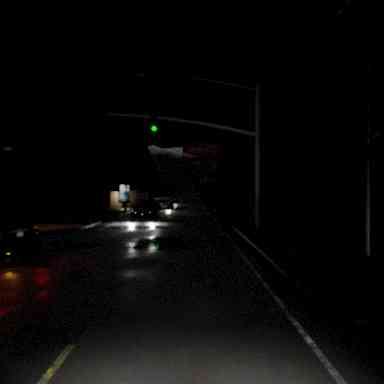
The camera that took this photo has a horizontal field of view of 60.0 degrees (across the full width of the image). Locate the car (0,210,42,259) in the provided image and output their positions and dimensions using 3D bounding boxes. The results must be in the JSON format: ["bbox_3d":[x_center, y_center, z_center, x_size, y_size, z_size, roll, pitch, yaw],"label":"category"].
[{"bbox_3d":[-7.570,1.403,11.331,4.553,1.767,2.097,-1,1,17],"label":"car"}]

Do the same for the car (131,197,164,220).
[{"bbox_3d":[-3.592,1.381,26.508,1.837,1.490,4.892,0,0,0],"label":"car"}]

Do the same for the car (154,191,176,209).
[{"bbox_3d":[-3.570,1.026,42.238,2.150,2.045,5.566,0,0,0],"label":"car"}]
